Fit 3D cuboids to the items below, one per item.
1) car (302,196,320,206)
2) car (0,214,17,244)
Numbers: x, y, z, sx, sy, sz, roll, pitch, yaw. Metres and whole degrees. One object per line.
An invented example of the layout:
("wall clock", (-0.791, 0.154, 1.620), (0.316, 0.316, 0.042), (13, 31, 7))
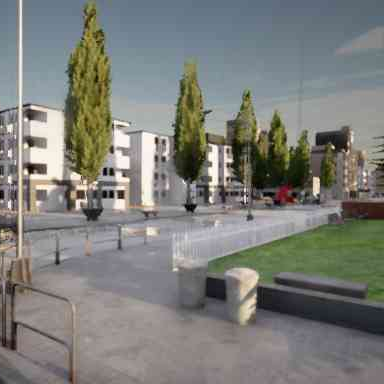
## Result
("car", (19.440, 1.450, 54.172), (1.837, 1.490, 4.892), (0, 0, 36))
("car", (-9.170, 1.472, 13.218), (1.812, 1.442, 4.674), (0, 0, 26))
